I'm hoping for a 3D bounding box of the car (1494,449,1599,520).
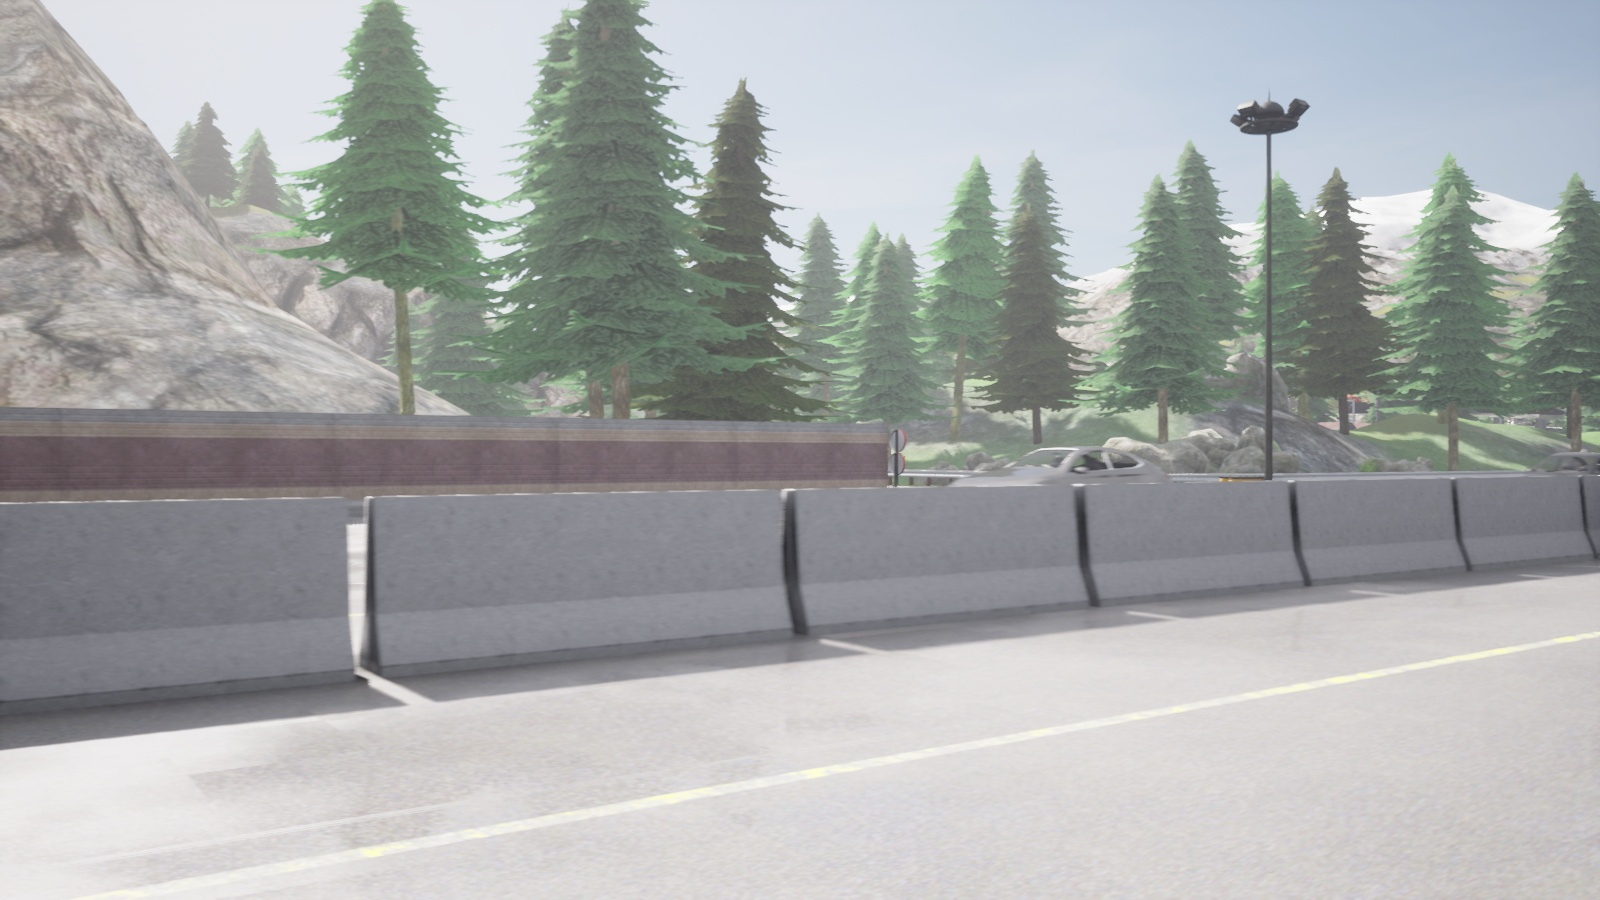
[{"bbox_3d":[17.857,0.759,28.955,3.705,1.549,1.789,0,0,-35],"label":"car"}]

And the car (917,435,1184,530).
[{"bbox_3d":[4.879,0.572,24.155,5.027,1.651,2.152,0,0,-35],"label":"car"}]
